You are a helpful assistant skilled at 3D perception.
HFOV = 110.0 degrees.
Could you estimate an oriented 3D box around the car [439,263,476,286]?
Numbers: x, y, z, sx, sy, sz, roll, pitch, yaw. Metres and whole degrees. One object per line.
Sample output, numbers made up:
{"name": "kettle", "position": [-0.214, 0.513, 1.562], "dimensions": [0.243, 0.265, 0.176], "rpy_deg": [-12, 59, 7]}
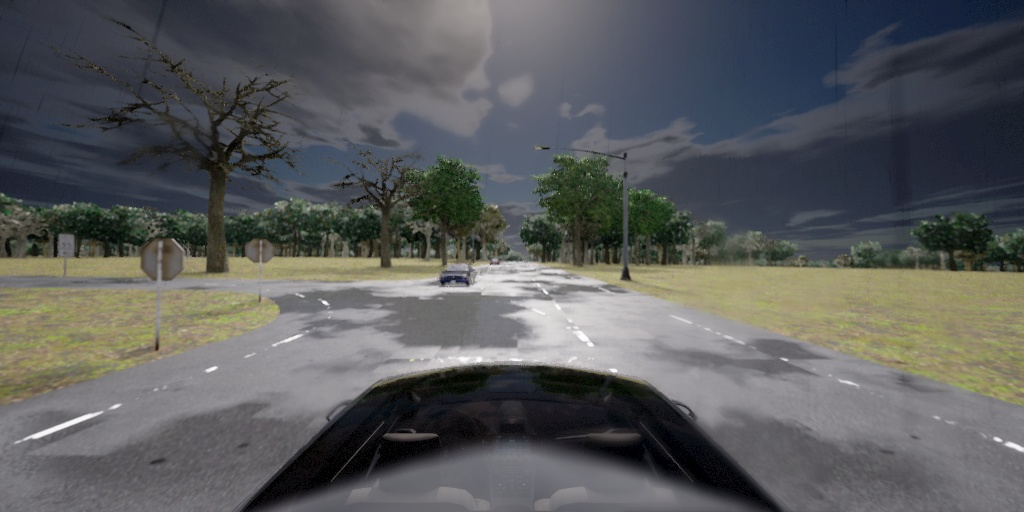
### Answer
{"name": "car", "position": [-3.476, 1.188, 23.883], "dimensions": [2.033, 1.411, 5.357], "rpy_deg": [1, -1, 0]}
